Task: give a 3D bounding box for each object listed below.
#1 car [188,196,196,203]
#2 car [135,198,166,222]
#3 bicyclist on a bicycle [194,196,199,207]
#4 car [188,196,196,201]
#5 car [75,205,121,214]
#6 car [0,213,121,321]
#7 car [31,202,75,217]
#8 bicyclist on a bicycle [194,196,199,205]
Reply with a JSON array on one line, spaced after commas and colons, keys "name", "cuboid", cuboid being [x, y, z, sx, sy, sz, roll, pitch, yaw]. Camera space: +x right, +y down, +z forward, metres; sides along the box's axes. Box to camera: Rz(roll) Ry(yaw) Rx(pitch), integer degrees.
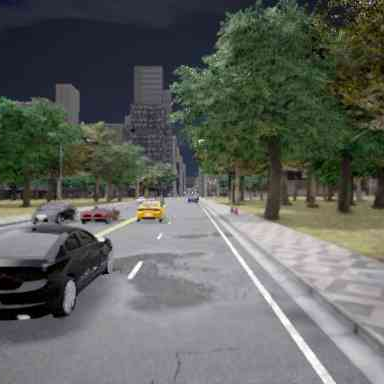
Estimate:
[{"name": "car", "cuboid": [-0.029, 1.723, 76.934, 1.882, 1.535, 5.008, 0, 0, 0]}, {"name": "car", "cuboid": [-3.161, 1.498, 26.600, 1.882, 1.535, 5.008, 0, 0, 0]}, {"name": "bicyclist on a bicycle", "cuboid": [0.874, 1.483, 52.767, 0.659, 1.776, 1.843, 0, 0, 0]}, {"name": "car", "cuboid": [-0.033, 1.766, 90.071, 1.994, 1.385, 4.181, 0, 0, 0]}, {"name": "car", "cuboid": [-6.608, 1.617, 24.355, 1.895, 1.301, 4.718, 0, 0, 0]}, {"name": "car", "cuboid": [-3.153, 1.479, 7.458, 1.882, 1.535, 5.008, 0, 0, 0]}, {"name": "car", "cuboid": [-9.857, 1.507, 24.173, 2.128, 1.511, 4.902, 0, 0, 0]}, {"name": "bicyclist on a bicycle", "cuboid": [0.869, 1.597, 61.858, 0.866, 1.612, 1.509, 0, 0, 0]}]
